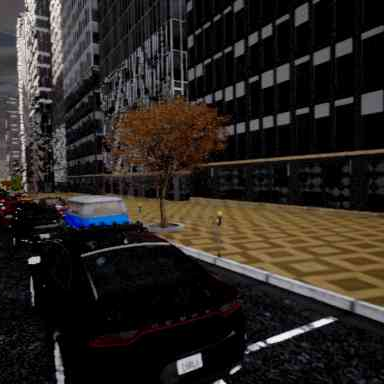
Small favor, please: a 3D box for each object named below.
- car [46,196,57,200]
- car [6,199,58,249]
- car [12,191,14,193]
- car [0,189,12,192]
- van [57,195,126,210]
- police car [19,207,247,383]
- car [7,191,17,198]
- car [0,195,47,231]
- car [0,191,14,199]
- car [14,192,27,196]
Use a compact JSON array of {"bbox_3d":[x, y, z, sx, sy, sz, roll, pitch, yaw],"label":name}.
[{"bbox_3d":[-9.495,1.041,22.437,1.967,1.590,4.097,-4,3,-30],"label":"car"},{"bbox_3d":[-6.375,1.273,13.684,1.837,1.490,4.892,-3,2,-31],"label":"car"},{"bbox_3d":[-26.669,0.847,51.490,1.947,1.339,4.313,-4,3,-30],"label":"car"},{"bbox_3d":[-28.429,0.630,49.180,2.150,2.045,5.566,-3,2,-31],"label":"car"},{"bbox_3d":[-3.773,1.052,12.751,1.690,1.788,3.998,-4,3,-30],"label":"van"},{"bbox_3d":[-1.343,1.291,5.169,1.930,1.638,5.238,-3,2,-31],"label":"police car"},{"bbox_3d":[-41.074,0.553,75.841,1.752,1.417,4.829,-4,3,-30],"label":"car"},{"bbox_3d":[-9.569,1.194,18.808,1.882,1.535,5.008,-3,2,-28],"label":"car"},{"bbox_3d":[-21.577,1.037,37.692,1.837,1.490,4.892,-3,2,-30],"label":"car"},{"bbox_3d":[-21.031,0.909,41.953,1.752,1.417,4.829,-4,3,-30],"label":"car"}]
